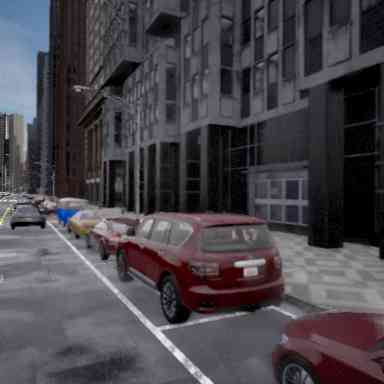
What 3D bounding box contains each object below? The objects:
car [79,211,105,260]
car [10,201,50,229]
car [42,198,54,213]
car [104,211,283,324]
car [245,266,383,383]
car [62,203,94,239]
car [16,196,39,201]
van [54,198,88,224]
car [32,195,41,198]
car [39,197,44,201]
[{"bbox_3d":[-2.780,1.594,12.331,1.802,1.307,4.206,1,0,-28],"label":"car"},{"bbox_3d":[-10.463,1.533,21.225,1.994,1.385,4.181,1,0,-28],"label":"car"},{"bbox_3d":[-13.174,1.561,32.184,1.802,1.307,4.206,1,0,-28],"label":"car"},{"bbox_3d":[-0.179,1.336,7.369,2.192,1.841,5.009,1,0,-28],"label":"car"},{"bbox_3d":[2.416,1.612,2.404,1.802,1.307,4.206,1,0,-28],"label":"car"},{"bbox_3d":[-5.457,1.529,17.445,1.752,1.417,4.829,1,0,-28],"label":"car"},{"bbox_3d":[-17.681,1.439,34.976,2.128,1.511,4.902,1,0,-27],"label":"car"},{"bbox_3d":[-7.974,1.336,22.258,1.690,1.788,3.998,1,0,-28],"label":"van"},{"bbox_3d":[-23.566,1.493,52.036,1.887,1.381,4.507,1,0,-28],"label":"car"},{"bbox_3d":[-15.772,1.553,37.146,1.802,1.307,4.206,1,0,-28],"label":"car"}]
